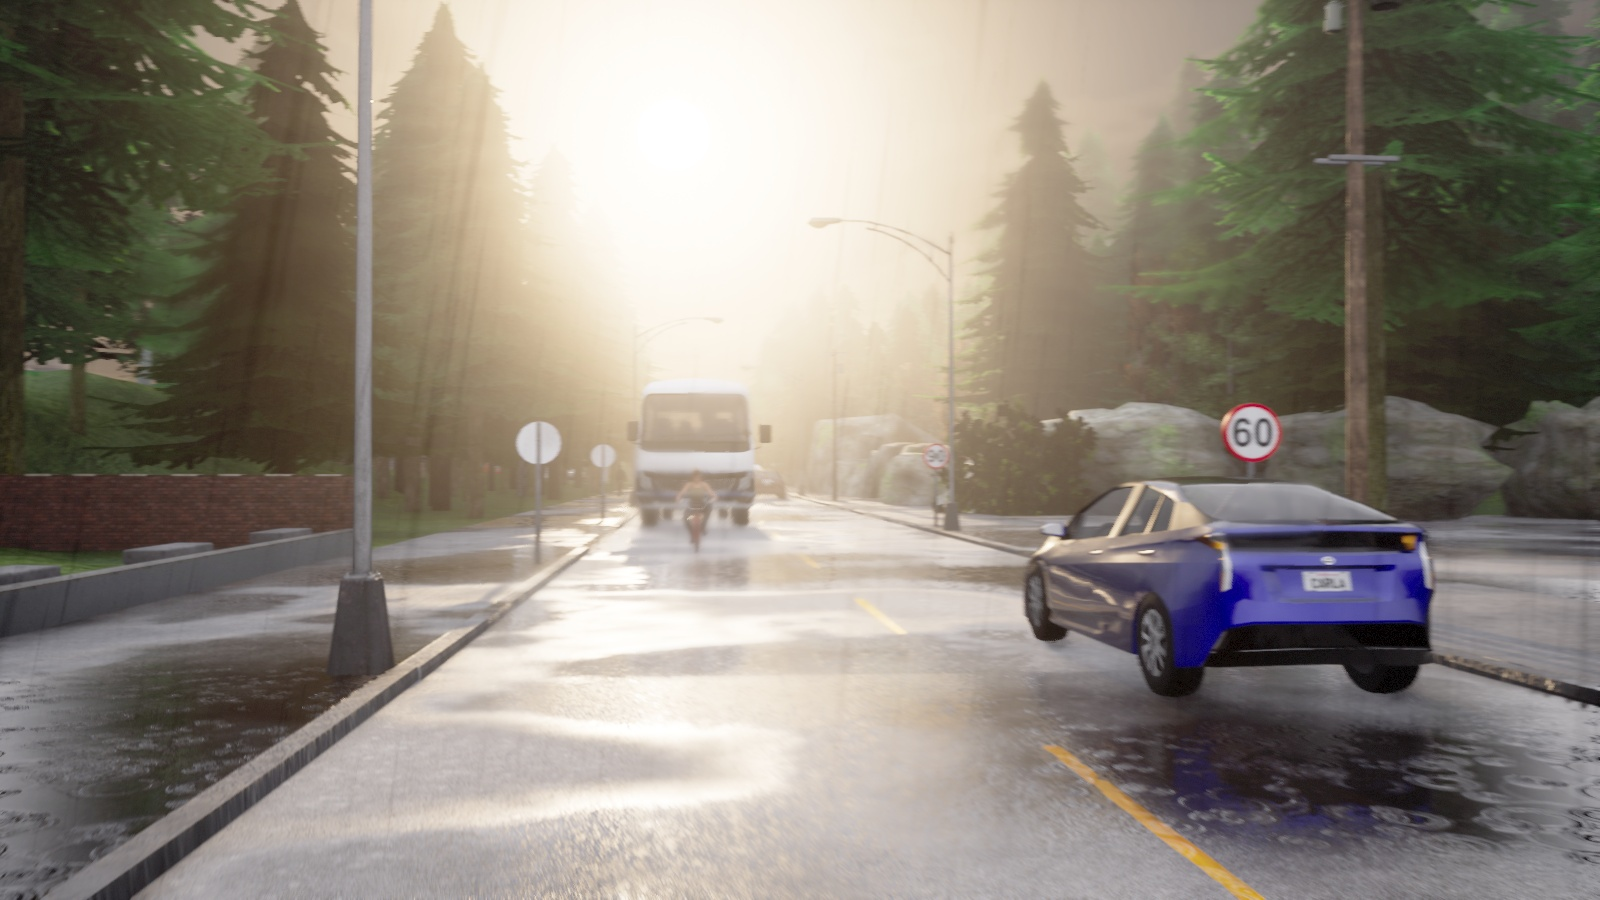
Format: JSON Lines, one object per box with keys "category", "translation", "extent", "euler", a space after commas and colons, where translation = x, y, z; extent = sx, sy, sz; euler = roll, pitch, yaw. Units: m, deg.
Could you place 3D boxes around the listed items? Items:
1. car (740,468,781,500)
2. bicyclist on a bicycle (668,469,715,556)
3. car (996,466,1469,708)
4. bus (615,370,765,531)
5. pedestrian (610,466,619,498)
{"category": "car", "translation": [-2.336, 1.936, 72.573], "extent": [2.097, 1.767, 4.553], "euler": [0, -1, -5]}
{"category": "bicyclist on a bicycle", "translation": [-2.092, 1.184, 24.286], "extent": [0.866, 1.612, 1.509], "euler": [0, -1, -5]}
{"category": "car", "translation": [3.160, 0.916, 10.366], "extent": [2.007, 1.525, 4.514], "euler": [0, -1, -5]}
{"category": "bus", "translation": [-3.370, 0.124, 38.506], "extent": [3.944, 4.253, 10.273], "euler": [0, -1, -5]}
{"category": "pedestrian", "translation": [-10.612, 1.839, 71.937], "extent": [0.431, 1.840, 0.703], "euler": [0, -1, -14]}
